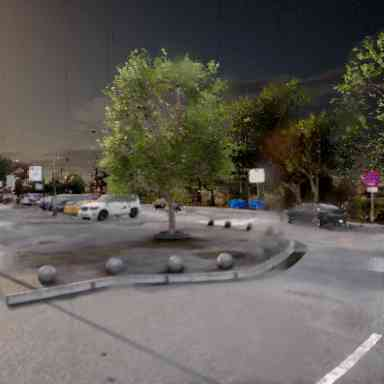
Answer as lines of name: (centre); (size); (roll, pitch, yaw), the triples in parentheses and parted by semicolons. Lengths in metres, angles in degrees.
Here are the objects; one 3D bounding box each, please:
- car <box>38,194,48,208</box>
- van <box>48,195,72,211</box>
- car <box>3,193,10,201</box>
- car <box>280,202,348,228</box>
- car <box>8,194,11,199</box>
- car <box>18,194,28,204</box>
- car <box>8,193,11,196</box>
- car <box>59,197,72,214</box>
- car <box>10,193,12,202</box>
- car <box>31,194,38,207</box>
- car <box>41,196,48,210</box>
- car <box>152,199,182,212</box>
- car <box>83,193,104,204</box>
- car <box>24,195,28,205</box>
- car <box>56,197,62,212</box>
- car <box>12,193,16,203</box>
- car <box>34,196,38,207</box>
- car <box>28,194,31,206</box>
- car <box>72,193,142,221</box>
car: (-16.633, 1.370, 42.554); (2.185, 1.767, 4.553); (-1, 0, 36)
van: (-13.342, 1.265, 37.478); (1.878, 1.987, 4.442); (0, 1, 36)
car: (-43.221, 1.648, 82.561); (2.231, 1.521, 4.892); (-1, 0, 36)
car: (7.904, 1.463, 22.080); (1.837, 1.490, 4.892); (1, 0, -24)
car: (-36.530, 1.619, 72.608); (2.163, 1.488, 4.792); (-1, 0, 36)
car: (-24.907, 1.268, 55.105); (2.435, 2.045, 5.566); (-1, 0, 36)
car: (-38.214, 1.644, 75.081); (2.002, 1.452, 4.674); (-1, 0, 36)
car: (-9.825, 1.477, 32.733); (1.946, 1.575, 5.366); (-1, 0, 36)
car: (-34.908, 1.452, 70.061); (2.185, 1.767, 4.553); (-1, 0, 36)
car: (-19.911, 1.377, 47.600); (2.185, 1.767, 4.553); (0, 1, 36)
car: (-14.933, 1.492, 40.077); (2.097, 1.535, 5.008); (0, 1, 36)
car: (-2.972, 1.463, 39.285); (2.128, 1.511, 4.902); (0, 0, -34)
car: (-18.445, 1.226, 62.313); (2.150, 2.045, 5.566); (0, -1, -34)
car: (-23.244, 1.543, 52.607); (2.163, 1.488, 4.792); (-1, 0, 36)
car: (-11.610, 1.526, 35.078); (2.002, 1.452, 4.674); (-1, 0, 36)
car: (-29.904, 1.294, 62.610); (2.435, 2.045, 5.566); (-1, 0, 36)
car: (-18.272, 1.539, 45.076); (2.002, 1.452, 4.674); (-1, 0, 36)
car: (-21.572, 1.382, 50.099); (2.185, 1.767, 4.553); (0, 1, 36)
car: (-6.598, 1.225, 27.562); (2.435, 2.045, 5.566); (0, 1, 36)
